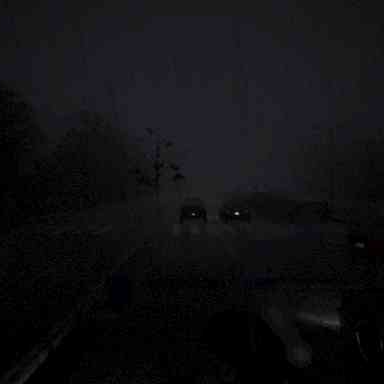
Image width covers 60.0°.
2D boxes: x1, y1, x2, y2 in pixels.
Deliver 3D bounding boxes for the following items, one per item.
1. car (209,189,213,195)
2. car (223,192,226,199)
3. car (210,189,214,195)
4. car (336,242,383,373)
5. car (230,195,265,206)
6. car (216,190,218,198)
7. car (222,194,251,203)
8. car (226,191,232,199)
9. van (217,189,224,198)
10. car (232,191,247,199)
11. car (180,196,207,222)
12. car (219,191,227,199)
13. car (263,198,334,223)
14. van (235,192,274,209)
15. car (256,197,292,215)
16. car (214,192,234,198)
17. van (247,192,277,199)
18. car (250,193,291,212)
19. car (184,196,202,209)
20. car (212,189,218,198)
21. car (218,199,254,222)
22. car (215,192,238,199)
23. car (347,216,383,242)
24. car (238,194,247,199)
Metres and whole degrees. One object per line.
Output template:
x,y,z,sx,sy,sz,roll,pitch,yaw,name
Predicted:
8.058,0.498,92.936,4.892,1.521,2.231,0,1,-20,car
8.030,1.201,54.148,4.792,1.488,2.163,1,1,-20,car
7.878,0.709,80.949,5.366,1.575,1.946,0,1,-20,car
3.099,1.541,2.554,2.033,1.411,5.357,0,0,0,car
8.055,1.266,48.192,4.674,1.452,2.002,1,0,-20,car
8.026,0.827,69.073,4.553,1.767,2.185,0,1,-20,car
8.082,1.130,60.145,4.792,1.488,2.163,1,1,-20,car
8.089,0.998,45.219,5.566,2.045,2.435,1,0,-20,car
7.949,0.781,66.045,4.442,1.987,1.878,0,1,-20,van
8.039,1.032,39.222,5.566,2.045,2.435,1,1,-20,car
0.093,1.352,25.187,1.882,1.535,5.008,0,1,0,car
7.885,1.133,57.075,5.366,1.575,1.946,1,1,-20,car
8.039,1.398,24.290,4.792,1.488,2.163,1,1,-20,car
7.955,1.040,42.176,4.442,1.987,1.878,1,1,-20,van
8.059,1.391,27.309,4.674,1.452,2.002,1,0,-20,car
8.046,0.696,83.998,4.674,1.452,2.002,0,1,-20,car
8.174,1.093,33.315,4.442,1.987,1.878,1,0,-20,van
8.035,1.208,30.280,4.553,1.767,2.185,1,0,-20,car
0.090,1.266,42.777,2.128,1.511,4.902,0,0,0,car
7.879,0.832,74.984,5.366,1.575,1.946,0,2,-20,car
3.094,1.439,24.904,1.994,1.385,4.181,0,0,0,car
8.078,0.804,78.046,4.792,1.488,2.163,0,1,-20,car
8.041,1.466,12.284,4.792,1.488,2.163,1,1,-20,car
8.056,1.301,36.255,4.892,1.521,2.231,1,0,-20,car
